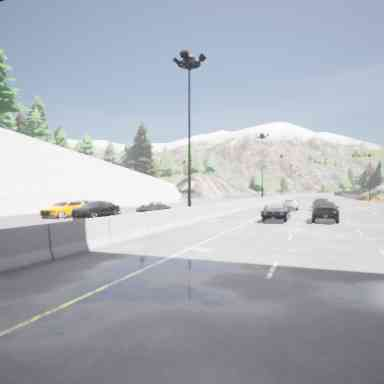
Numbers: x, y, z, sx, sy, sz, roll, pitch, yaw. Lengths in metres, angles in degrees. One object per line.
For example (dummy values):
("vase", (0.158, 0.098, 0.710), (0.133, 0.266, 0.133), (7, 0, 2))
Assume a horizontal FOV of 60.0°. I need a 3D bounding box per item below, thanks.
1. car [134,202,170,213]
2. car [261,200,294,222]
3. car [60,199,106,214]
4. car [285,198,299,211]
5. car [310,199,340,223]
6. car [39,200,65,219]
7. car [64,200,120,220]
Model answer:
("car", (-3.459, 1.555, 29.551), (1.994, 1.385, 4.181), (0, 0, 20))
("car", (6.661, 1.588, 26.082), (1.895, 1.301, 4.718), (0, 0, 20))
("car", (-11.939, 1.540, 36.886), (2.033, 1.411, 5.357), (0, 0, 20))
("car", (11.966, 1.506, 40.441), (1.812, 1.442, 4.674), (0, 0, 20))
("car", (10.199, 1.488, 25.562), (1.837, 1.490, 4.892), (0, -1, 20))
("car", (-11.049, 1.472, 29.217), (1.882, 1.535, 5.008), (0, 0, 20))
("car", (-7.903, 1.472, 27.634), (1.882, 1.535, 5.008), (0, 0, 20))
